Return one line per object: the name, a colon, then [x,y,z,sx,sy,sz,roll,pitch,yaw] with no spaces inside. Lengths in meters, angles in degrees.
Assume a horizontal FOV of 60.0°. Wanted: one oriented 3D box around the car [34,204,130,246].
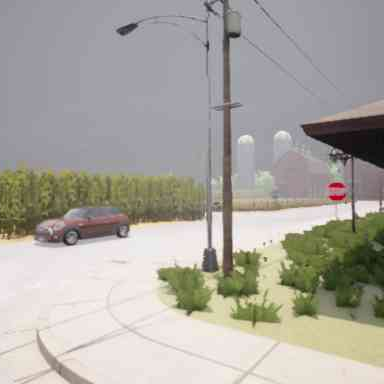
car: [-5.295,1.504,16.418,2.097,1.767,4.553,-1,0,36]
